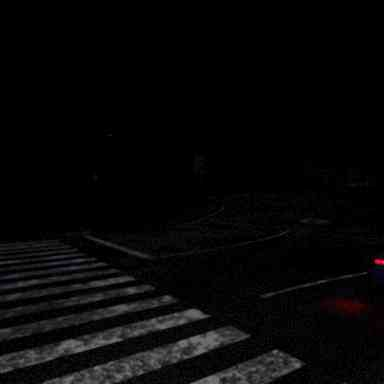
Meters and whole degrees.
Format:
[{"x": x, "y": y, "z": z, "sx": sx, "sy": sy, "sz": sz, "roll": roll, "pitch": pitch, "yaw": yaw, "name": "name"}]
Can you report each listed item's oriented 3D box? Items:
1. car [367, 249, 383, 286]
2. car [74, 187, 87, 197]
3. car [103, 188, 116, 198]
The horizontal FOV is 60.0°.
[{"x": 6.392, "y": 1.500, "z": 7.511, "sx": 5.357, "sy": 1.411, "sz": 2.033, "roll": 0, "pitch": 0, "yaw": -27, "name": "car"}, {"x": -15.468, "y": -0.002, "z": 52.384, "sx": 2.435, "sy": 2.045, "sz": 5.566, "roll": -1, "pitch": 2, "yaw": 16, "name": "car"}, {"x": -13.049, "y": 0.211, "z": 50.671, "sx": 2.231, "sy": 1.521, "sz": 4.892, "roll": -1, "pitch": 2, "yaw": 16, "name": "car"}]
